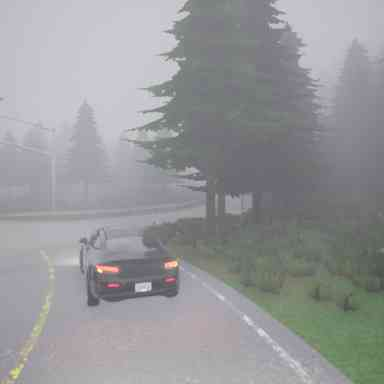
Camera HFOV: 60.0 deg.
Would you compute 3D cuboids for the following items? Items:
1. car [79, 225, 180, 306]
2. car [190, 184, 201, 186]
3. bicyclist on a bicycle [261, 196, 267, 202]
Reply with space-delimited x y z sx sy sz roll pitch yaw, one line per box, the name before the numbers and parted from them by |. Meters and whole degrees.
car | -1.674 1.534 8.097 1.812 1.442 4.674 0 0 -21
car | 0.646 -1.679 69.717 1.994 1.385 4.181 0 5 -5
bicyclist on a bicycle | 6.342 0.922 30.367 1.656 1.620 0.582 -13 -4 35
